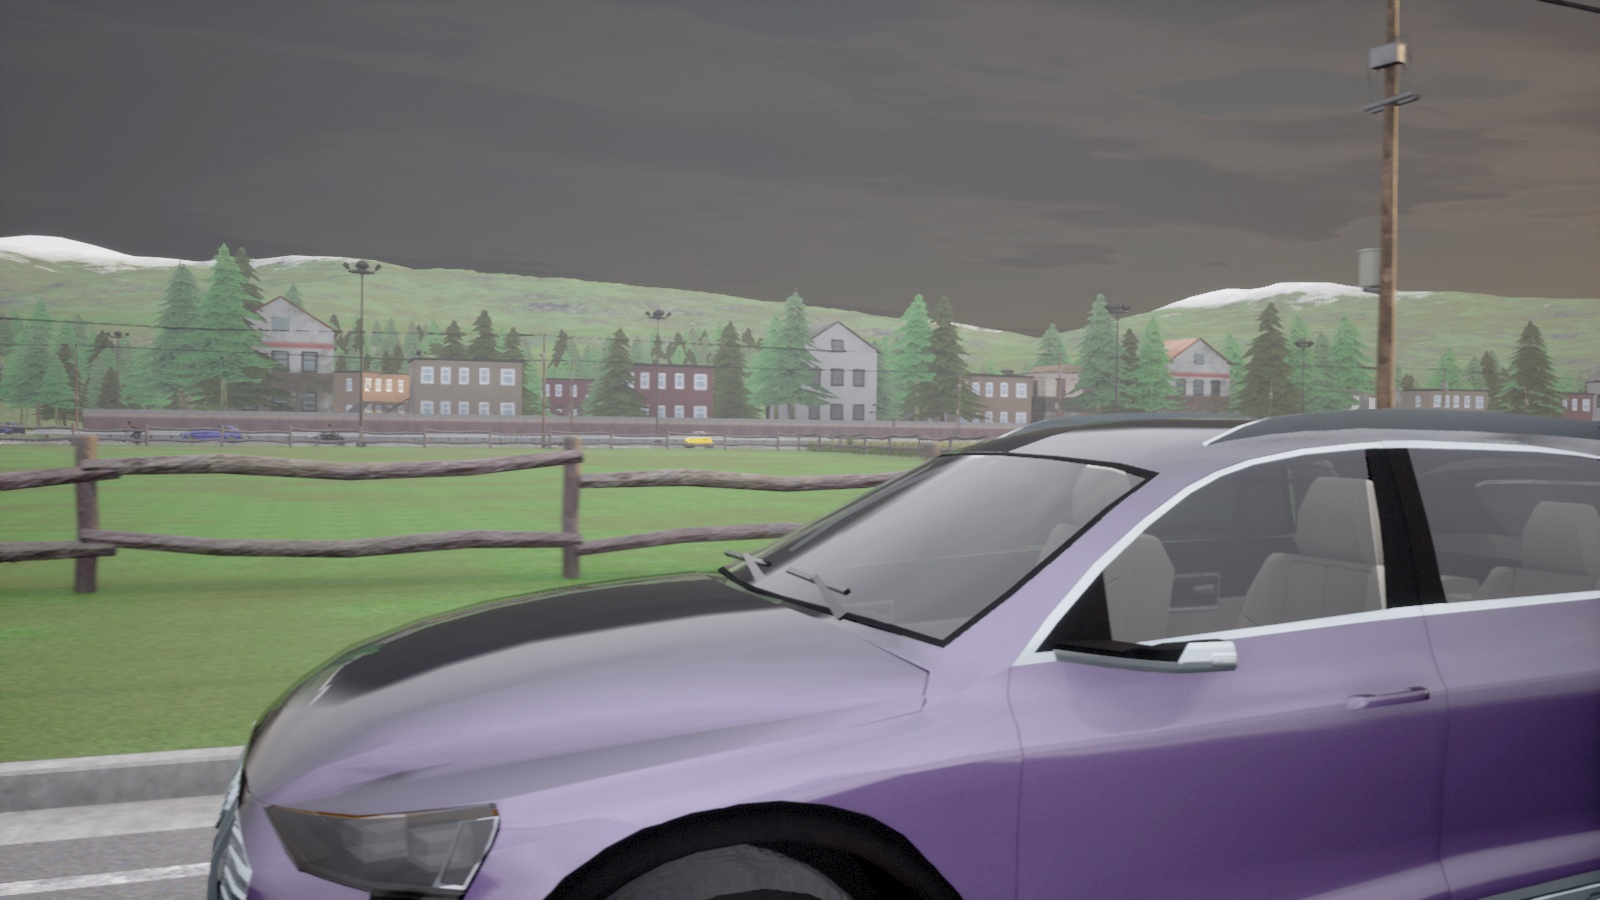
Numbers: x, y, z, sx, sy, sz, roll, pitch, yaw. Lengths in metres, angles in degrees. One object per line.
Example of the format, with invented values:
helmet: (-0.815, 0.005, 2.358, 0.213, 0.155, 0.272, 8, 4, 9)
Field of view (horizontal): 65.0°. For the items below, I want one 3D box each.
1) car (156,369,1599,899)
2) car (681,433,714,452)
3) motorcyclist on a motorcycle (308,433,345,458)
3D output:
car: (0.996, 0.664, 3.617, 4.856, 1.649, 2.033, -1, 1, -21)
car: (-7.884, -0.576, 96.187, 2.207, 1.376, 1.481, 0, 1, -21)
motorcyclist on a motorcycle: (-32.773, -0.309, 86.866, 2.350, 1.649, 0.766, -1, 1, -21)
